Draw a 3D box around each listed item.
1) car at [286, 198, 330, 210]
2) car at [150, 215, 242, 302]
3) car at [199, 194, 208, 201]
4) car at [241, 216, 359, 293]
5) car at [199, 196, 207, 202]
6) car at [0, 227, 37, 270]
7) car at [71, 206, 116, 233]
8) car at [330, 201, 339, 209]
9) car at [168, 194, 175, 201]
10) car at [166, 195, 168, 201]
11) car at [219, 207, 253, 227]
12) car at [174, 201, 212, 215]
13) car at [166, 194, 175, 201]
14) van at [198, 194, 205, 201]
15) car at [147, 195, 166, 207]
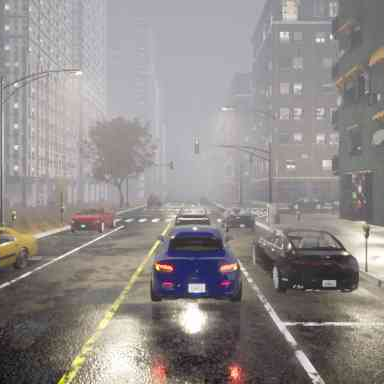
[{"bbox_3d":[13.352,1.359,39.164,4.403,1.369,2.008,-1,1,-1],"label":"car"},{"bbox_3d":[0.078,1.526,8.149,1.812,1.442,4.674,0,0,0],"label":"car"},{"bbox_3d":[2.546,1.630,74.216,1.947,1.339,4.313,0,0,0],"label":"car"},{"bbox_3d":[2.676,1.552,8.670,2.008,1.369,4.403,0,0,0],"label":"car"},{"bbox_3d":[2.535,1.599,79.908,1.752,1.417,4.829,0,0,0],"label":"car"},{"bbox_3d":[-5.704,1.526,8.484,1.752,1.417,4.829,0,0,0],"label":"car"},{"bbox_3d":[-5.726,1.549,19.720,1.887,1.381,4.507,0,0,0],"label":"car"},{"bbox_3d":[18.749,1.259,39.229,4.829,1.417,1.752,-1,1,-1],"label":"car"},{"bbox_3d":[-5.857,1.650,85.246,1.947,1.339,4.313,0,0,0],"label":"car"},{"bbox_3d":[-5.802,1.607,57.631,1.947,1.339,4.313,0,0,0],"label":"car"},{"bbox_3d":[2.654,1.555,19.736,2.008,1.369,4.403,0,0,0],"label":"car"},{"bbox_3d":[0.045,1.495,18.252,2.128,1.511,4.902,0,0,0],"label":"car"},{"bbox_3d":[-5.868,1.410,90.768,2.192,1.841,5.009,0,0,0],"label":"car"},{"bbox_3d":[2.523,1.425,85.262,1.690,1.788,3.998,0,0,0],"label":"van"},{"bbox_3d":[-5.792,1.349,52.108,2.192,1.841,5.009,0,0,0],"label":"car"}]
